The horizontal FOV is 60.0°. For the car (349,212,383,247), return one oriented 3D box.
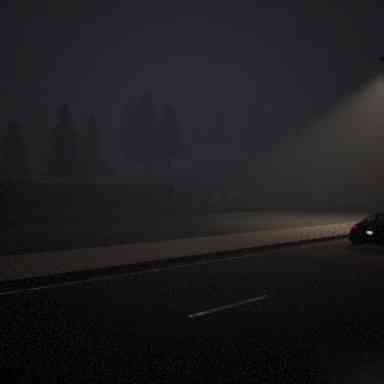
[{"bbox_3d":[8.571,1.564,14.161,4.181,1.385,1.994,0,0,-35],"label":"car"}]
